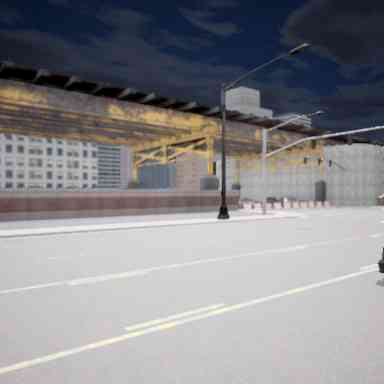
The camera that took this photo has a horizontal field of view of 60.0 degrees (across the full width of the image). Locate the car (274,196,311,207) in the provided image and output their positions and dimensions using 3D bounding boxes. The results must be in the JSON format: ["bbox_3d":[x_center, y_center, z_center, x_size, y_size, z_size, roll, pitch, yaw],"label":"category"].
[{"bbox_3d":[15.107,1.464,50.231,4.974,1.542,2.038,0,0,-7],"label":"car"}]

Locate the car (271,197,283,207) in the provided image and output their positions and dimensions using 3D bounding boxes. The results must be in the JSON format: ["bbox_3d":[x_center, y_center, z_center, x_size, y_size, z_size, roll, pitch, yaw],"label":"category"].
[{"bbox_3d":[11.197,1.463,46.471,2.038,1.542,4.974,0,0,18],"label":"car"}]

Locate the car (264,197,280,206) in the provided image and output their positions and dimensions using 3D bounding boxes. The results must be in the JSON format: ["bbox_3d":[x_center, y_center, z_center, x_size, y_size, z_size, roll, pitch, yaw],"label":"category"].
[{"bbox_3d":[11.213,1.305,46.521,1.853,1.218,4.536,0,0,18],"label":"car"}]

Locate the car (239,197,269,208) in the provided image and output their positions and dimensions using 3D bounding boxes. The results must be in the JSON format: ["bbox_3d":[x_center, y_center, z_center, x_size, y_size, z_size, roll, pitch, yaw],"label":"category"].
[{"bbox_3d":[7.401,1.304,43.793,4.536,1.218,1.853,0,0,8],"label":"car"}]

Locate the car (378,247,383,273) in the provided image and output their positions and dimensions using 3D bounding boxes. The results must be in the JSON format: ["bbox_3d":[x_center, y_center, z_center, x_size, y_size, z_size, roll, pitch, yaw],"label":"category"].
[{"bbox_3d":[7.064,1.551,8.881,5.357,1.411,2.033,0,0,-35],"label":"car"}]

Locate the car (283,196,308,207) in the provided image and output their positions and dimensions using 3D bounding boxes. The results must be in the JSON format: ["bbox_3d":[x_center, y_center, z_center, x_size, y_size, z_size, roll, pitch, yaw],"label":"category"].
[{"bbox_3d":[15.056,1.307,50.225,4.536,1.218,1.853,0,0,-7],"label":"car"}]

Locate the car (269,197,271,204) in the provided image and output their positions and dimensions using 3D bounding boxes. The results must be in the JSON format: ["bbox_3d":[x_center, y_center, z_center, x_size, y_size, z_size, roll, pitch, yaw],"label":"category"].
[{"bbox_3d":[7.452,1.461,43.786,4.974,1.542,2.038,0,0,8],"label":"car"}]
